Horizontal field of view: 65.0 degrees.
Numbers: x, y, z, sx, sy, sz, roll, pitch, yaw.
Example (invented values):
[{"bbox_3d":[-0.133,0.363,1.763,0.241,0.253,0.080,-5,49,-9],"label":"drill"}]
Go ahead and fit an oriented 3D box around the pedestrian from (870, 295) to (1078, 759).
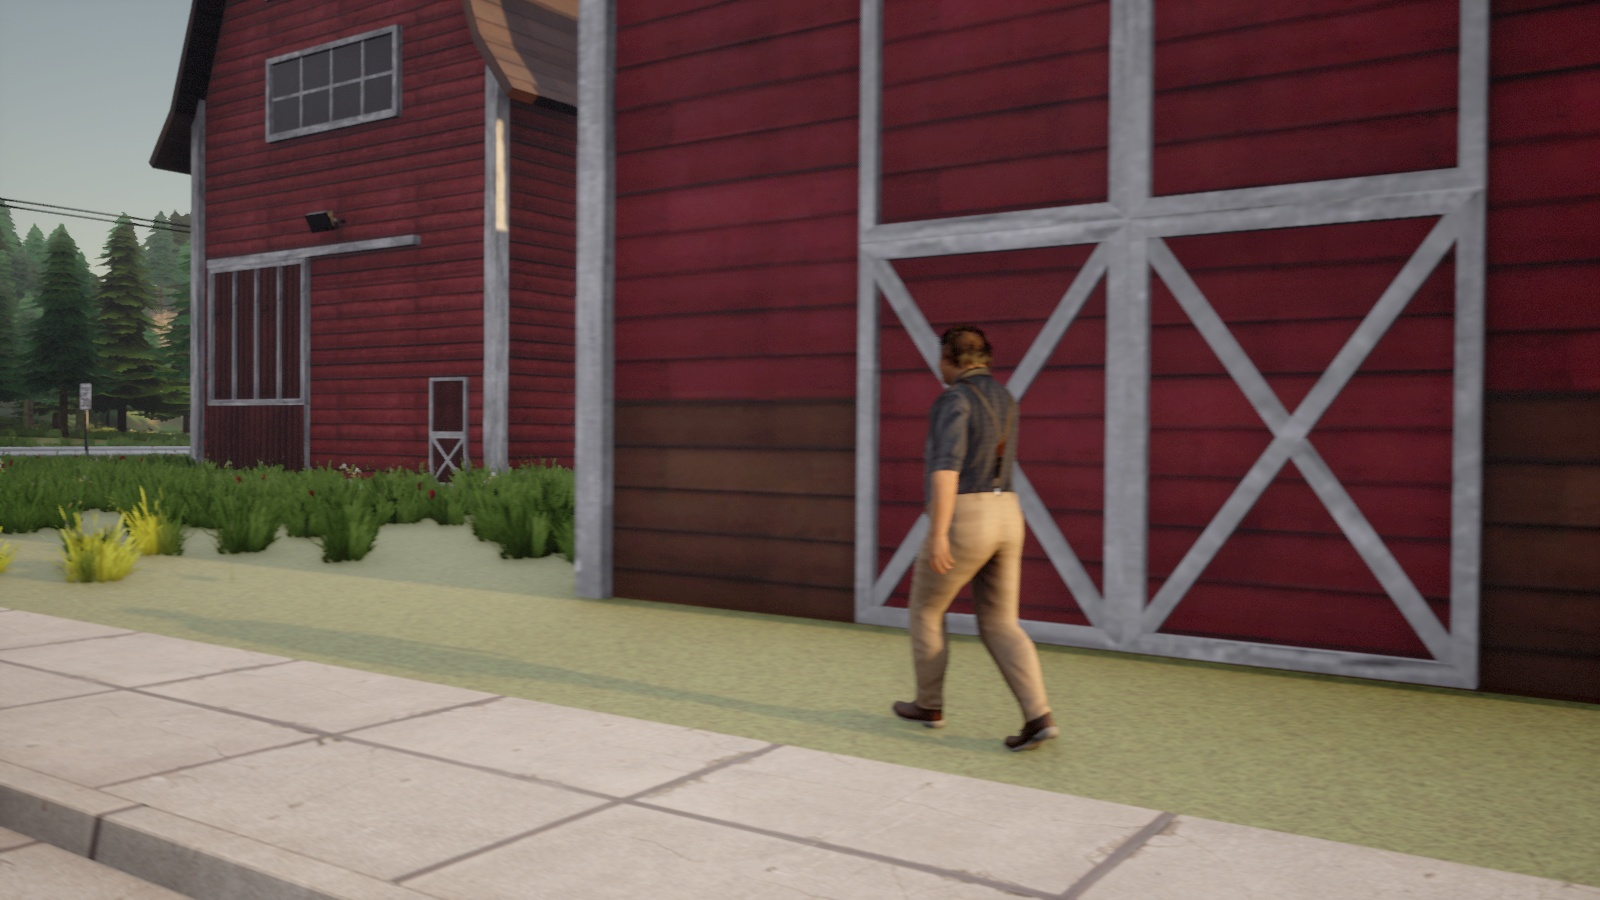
[{"bbox_3d":[0.745,0.302,5.430,0.540,1.848,0.694,-1,1,-39],"label":"pedestrian"}]
